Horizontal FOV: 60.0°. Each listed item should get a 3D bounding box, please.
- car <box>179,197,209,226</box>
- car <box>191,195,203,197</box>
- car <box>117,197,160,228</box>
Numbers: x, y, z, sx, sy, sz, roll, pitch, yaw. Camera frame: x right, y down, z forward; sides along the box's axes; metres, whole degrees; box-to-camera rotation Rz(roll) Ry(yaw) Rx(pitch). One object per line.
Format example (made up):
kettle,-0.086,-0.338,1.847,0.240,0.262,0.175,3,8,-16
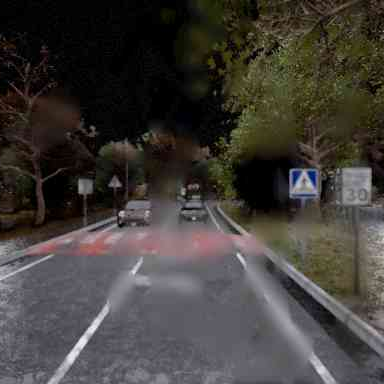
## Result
car,0.128,1.359,22.543,2.128,1.511,4.902,0,1,0
car,0.568,1.117,39.453,2.128,1.511,4.902,0,0,4
car,-3.309,1.235,21.206,2.097,1.767,4.553,0,1,0
